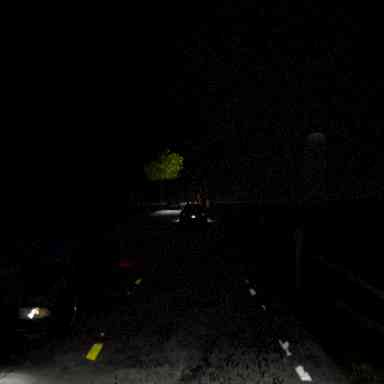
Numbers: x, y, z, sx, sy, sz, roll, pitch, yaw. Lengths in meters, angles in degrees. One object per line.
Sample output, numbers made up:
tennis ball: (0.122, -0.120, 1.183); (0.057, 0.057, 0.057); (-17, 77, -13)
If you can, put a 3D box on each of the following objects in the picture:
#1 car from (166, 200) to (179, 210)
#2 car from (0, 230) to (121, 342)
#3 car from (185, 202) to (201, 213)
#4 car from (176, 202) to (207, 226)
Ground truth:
car: (-2.834, 1.911, 50.065); (2.128, 1.511, 4.902); (0, -1, 0)
car: (-2.852, 1.562, 7.055); (2.033, 1.411, 5.357); (0, 0, 0)
car: (0.095, 1.929, 42.429); (1.895, 1.301, 4.718); (0, -1, 0)
car: (0.097, 1.692, 24.771); (1.994, 1.385, 4.181); (0, -1, 0)
